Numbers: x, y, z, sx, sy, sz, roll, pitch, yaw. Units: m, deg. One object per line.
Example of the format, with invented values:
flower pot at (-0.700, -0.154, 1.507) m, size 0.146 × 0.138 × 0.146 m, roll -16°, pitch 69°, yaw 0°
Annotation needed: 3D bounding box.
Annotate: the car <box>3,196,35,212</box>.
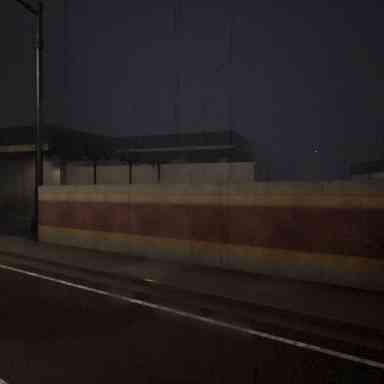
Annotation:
car at (-18.622, 1.295, 37.483) m, size 2.242 × 1.667 × 4.611 m, roll 0°, pitch 0°, yaw 36°
